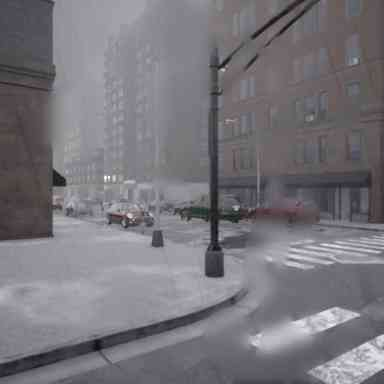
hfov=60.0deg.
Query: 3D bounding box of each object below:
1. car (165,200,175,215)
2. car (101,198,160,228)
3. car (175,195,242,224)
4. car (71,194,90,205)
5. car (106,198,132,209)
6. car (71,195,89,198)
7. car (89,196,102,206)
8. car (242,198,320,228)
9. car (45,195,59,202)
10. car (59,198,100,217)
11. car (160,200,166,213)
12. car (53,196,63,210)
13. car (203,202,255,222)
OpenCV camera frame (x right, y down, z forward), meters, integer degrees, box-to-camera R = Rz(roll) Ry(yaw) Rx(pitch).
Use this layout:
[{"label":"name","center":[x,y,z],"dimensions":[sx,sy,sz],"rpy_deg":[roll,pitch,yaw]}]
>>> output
[{"label":"car","center":[-0.327,1.545,31.209],"dimensions":[1.947,1.339,4.313],"rpy_deg":[0,0,-35]},{"label":"car","center":[-4.103,1.427,21.763],"dimensions":[1.967,1.590,4.097],"rpy_deg":[0,0,-35]},{"label":"car","center":[1.362,1.210,24.019],"dimensions":[2.150,2.045,5.566],"rpy_deg":[0,0,-35]},{"label":"car","center":[-20.017,1.293,59.616],"dimensions":[2.097,1.767,4.553],"rpy_deg":[0,0,-35]},{"label":"car","center":[-9.867,1.527,44.759],"dimensions":[1.947,1.339,4.313],"rpy_deg":[0,0,-35]},{"label":"car","center":[-18.095,1.475,51.655],"dimensions":[1.812,1.442,4.674],"rpy_deg":[0,0,-35]},{"label":"car","center":[-15.977,1.452,53.936],"dimensions":[1.837,1.490,4.892],"rpy_deg":[0,0,-35]},{"label":"car","center":[6.033,1.305,22.177],"dimensions":[2.192,1.841,5.009],"rpy_deg":[0,0,-35]},{"label":"car","center":[-32.127,1.466,76.374],"dimensions":[2.008,1.369,4.403],"rpy_deg":[0,0,-35]},{"label":"car","center":[-10.465,1.527,30.799],"dimensions":[2.008,1.369,4.403],"rpy_deg":[0,0,-35]},{"label":"car","center":[-3.507,1.524,35.726],"dimensions":[2.008,1.369,4.403],"rpy_deg":[0,0,-35]},{"label":"car","center":[-16.827,1.509,39.835],"dimensions":[1.887,1.381,4.507],"rpy_deg":[0,0,-35]},{"label":"car","center":[2.853,1.567,26.693],"dimensions":[1.802,1.307,4.206],"rpy_deg":[0,0,-35]}]
